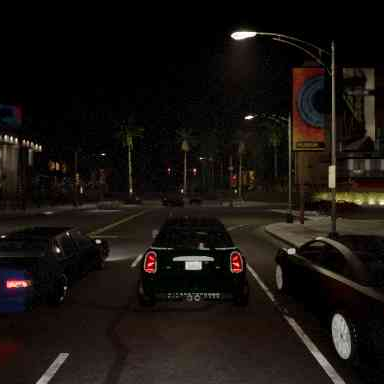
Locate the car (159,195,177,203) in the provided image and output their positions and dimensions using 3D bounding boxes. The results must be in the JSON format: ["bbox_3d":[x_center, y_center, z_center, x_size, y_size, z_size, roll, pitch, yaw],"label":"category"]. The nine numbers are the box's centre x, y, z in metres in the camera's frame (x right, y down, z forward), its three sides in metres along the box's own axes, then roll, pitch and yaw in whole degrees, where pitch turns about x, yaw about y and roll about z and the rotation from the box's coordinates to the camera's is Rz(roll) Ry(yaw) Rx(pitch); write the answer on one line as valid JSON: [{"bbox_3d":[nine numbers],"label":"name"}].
[{"bbox_3d":[-5.173,1.500,72.616,1.837,1.490,4.892,0,0,26],"label":"car"}]

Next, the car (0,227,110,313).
[{"bbox_3d":[-3.469,1.547,7.934,2.033,1.411,5.357,0,0,0],"label":"car"}]

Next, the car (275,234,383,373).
[{"bbox_3d":[2.880,1.480,5.816,2.097,1.535,5.008,0,0,-1],"label":"car"}]

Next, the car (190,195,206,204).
[{"bbox_3d":[0.775,1.505,58.095,1.837,1.490,4.892,-1,0,9],"label":"car"}]

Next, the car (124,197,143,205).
[{"bbox_3d":[-10.080,1.547,57.642,2.033,1.411,5.357,0,0,10],"label":"car"}]

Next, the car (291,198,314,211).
[{"bbox_3d":[14.362,1.492,40.124,4.902,1.511,2.128,0,0,0],"label":"car"}]

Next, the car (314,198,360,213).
[{"bbox_3d":[16.130,1.564,36.572,4.181,1.385,1.994,0,0,0],"label":"car"}]

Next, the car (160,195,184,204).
[{"bbox_3d":[-2.766,1.478,48.091,1.882,1.535,5.008,-1,0,-21],"label":"car"}]

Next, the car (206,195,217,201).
[{"bbox_3d":[4.054,1.540,84.786,5.357,1.411,2.033,0,0,-44],"label":"car"}]

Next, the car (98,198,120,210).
[{"bbox_3d":[-10.703,1.525,42.771,1.812,1.442,4.674,0,0,1],"label":"car"}]

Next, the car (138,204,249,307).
[{"bbox_3d":[0.032,1.352,8.153,2.097,1.767,4.553,0,0,0],"label":"car"}]
